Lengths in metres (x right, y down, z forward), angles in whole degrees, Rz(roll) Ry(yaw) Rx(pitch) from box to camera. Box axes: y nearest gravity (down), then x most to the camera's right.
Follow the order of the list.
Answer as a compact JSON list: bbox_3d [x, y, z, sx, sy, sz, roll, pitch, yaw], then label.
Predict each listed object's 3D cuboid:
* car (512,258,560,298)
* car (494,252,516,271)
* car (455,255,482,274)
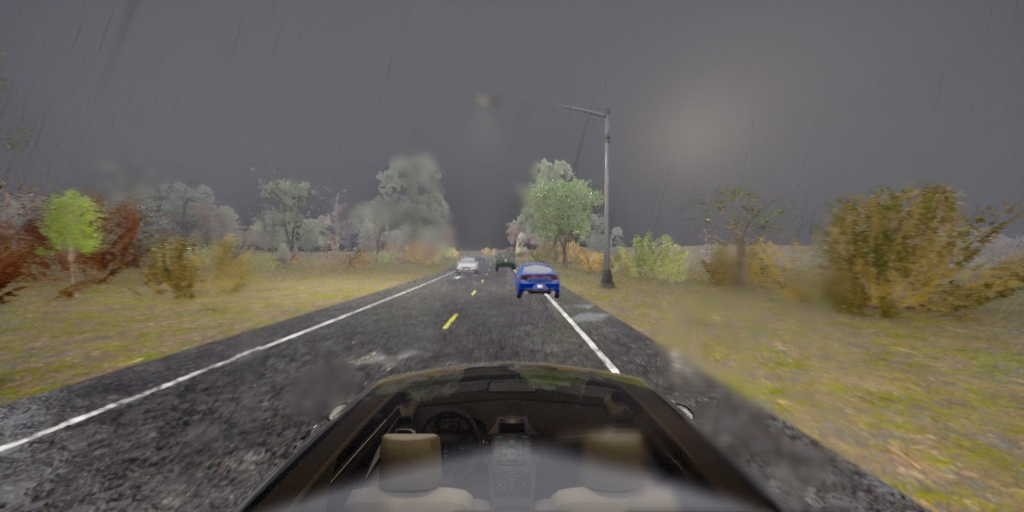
[{"bbox_3d":[1.098,1.054,17.167,1.882,1.535,5.008,0,1,-1],"label":"car"},{"bbox_3d":[-0.730,0.540,39.550,2.150,2.045,5.566,0,1,-2],"label":"car"},{"bbox_3d":[-4.178,0.913,34.310,1.812,1.442,4.674,0,1,-2],"label":"car"}]
